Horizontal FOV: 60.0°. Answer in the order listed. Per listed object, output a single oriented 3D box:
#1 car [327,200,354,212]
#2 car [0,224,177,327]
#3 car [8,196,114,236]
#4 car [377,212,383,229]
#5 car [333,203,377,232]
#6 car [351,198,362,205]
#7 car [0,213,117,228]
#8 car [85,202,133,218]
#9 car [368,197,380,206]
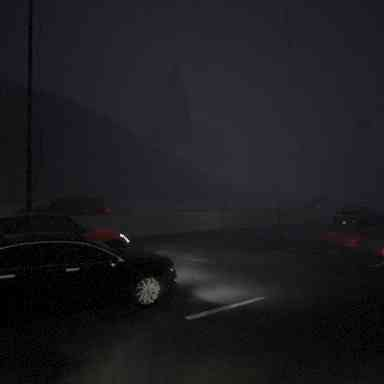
[{"bbox_3d":[21.203,1.957,47.371,2.033,1.411,5.357,0,0,41],"label":"car"},{"bbox_3d":[-2.572,1.528,6.322,4.892,1.490,1.837,1,0,-36],"label":"car"},{"bbox_3d":[-7.791,1.300,20.117,5.566,2.045,2.150,1,0,-38],"label":"car"},{"bbox_3d":[12.109,1.705,18.143,4.674,1.442,1.812,1,0,-41],"label":"car"},{"bbox_3d":[11.143,1.689,21.958,4.902,1.511,2.128,1,0,-42],"label":"car"},{"bbox_3d":[37.119,2.169,74.984,1.837,1.490,4.892,0,0,32],"label":"car"},{"bbox_3d":[-4.022,1.388,9.612,4.553,1.767,2.097,1,0,-36],"label":"car"},{"bbox_3d":[-8.235,1.720,33.211,4.181,1.385,1.994,1,0,-40],"label":"car"},{"bbox_3d":[39.625,2.022,72.371,2.097,1.767,4.553,0,0,32],"label":"car"}]
